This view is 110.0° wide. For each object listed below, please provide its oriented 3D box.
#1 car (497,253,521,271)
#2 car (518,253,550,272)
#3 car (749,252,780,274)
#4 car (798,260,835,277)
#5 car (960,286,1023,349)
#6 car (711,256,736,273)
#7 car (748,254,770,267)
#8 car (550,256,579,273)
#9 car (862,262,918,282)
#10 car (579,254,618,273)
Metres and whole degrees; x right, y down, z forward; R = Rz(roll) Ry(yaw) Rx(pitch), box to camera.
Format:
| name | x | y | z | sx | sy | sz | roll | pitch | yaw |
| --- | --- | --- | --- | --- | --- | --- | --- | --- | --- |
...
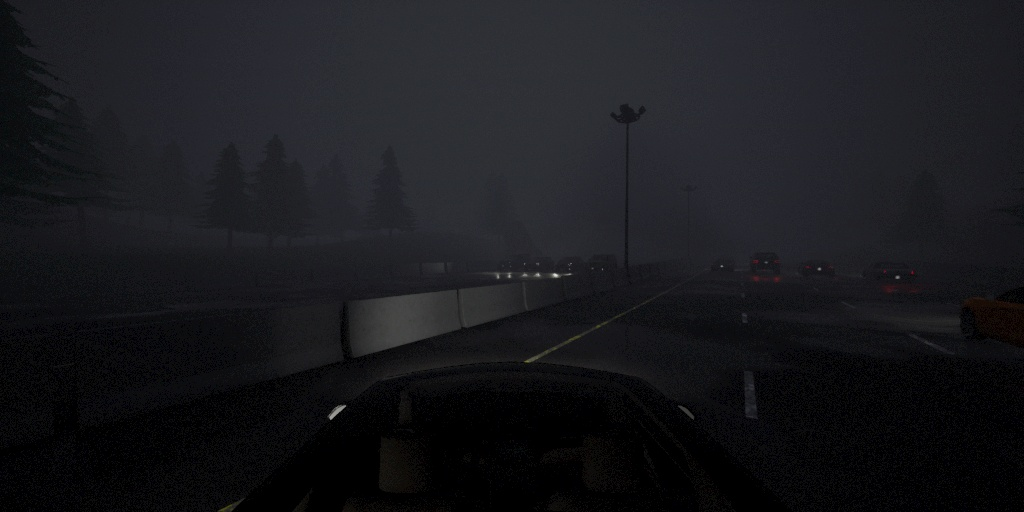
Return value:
| name | x | y | z | sx | sy | sz | roll | pitch | yaw |
| --- | --- | --- | --- | --- | --- | --- | --- | --- | --- |
| car | 0.445 | 0.715 | 42.836 | 2.150 | 2.045 | 5.566 | 0 | 1 | 32 |
| car | 3.092 | 0.848 | 40.487 | 2.097 | 1.767 | 4.553 | 0 | 1 | 33 |
| car | 24.403 | 0.626 | 34.657 | 2.150 | 2.045 | 5.566 | 0 | 1 | 32 |
| car | 26.174 | 1.009 | 30.926 | 1.994 | 1.385 | 4.181 | 0 | 1 | 32 |
| car | 10.704 | 1.218 | 6.628 | 1.882 | 1.535 | 5.008 | 0 | 1 | 32 |
| car | 21.818 | 0.954 | 37.120 | 1.994 | 1.385 | 4.181 | 0 | 1 | 33 |
| car | 32.418 | 0.581 | 47.238 | 2.128 | 1.511 | 4.902 | 0 | 1 | 32 |
| car | 6.321 | 0.842 | 39.033 | 2.097 | 1.767 | 4.553 | 0 | 1 | 33 |
| car | 27.206 | 1.106 | 26.031 | 1.895 | 1.301 | 4.718 | 0 | 1 | 32 |
| car | 9.318 | 0.820 | 37.222 | 2.150 | 2.045 | 5.566 | 0 | 1 | 32 |
